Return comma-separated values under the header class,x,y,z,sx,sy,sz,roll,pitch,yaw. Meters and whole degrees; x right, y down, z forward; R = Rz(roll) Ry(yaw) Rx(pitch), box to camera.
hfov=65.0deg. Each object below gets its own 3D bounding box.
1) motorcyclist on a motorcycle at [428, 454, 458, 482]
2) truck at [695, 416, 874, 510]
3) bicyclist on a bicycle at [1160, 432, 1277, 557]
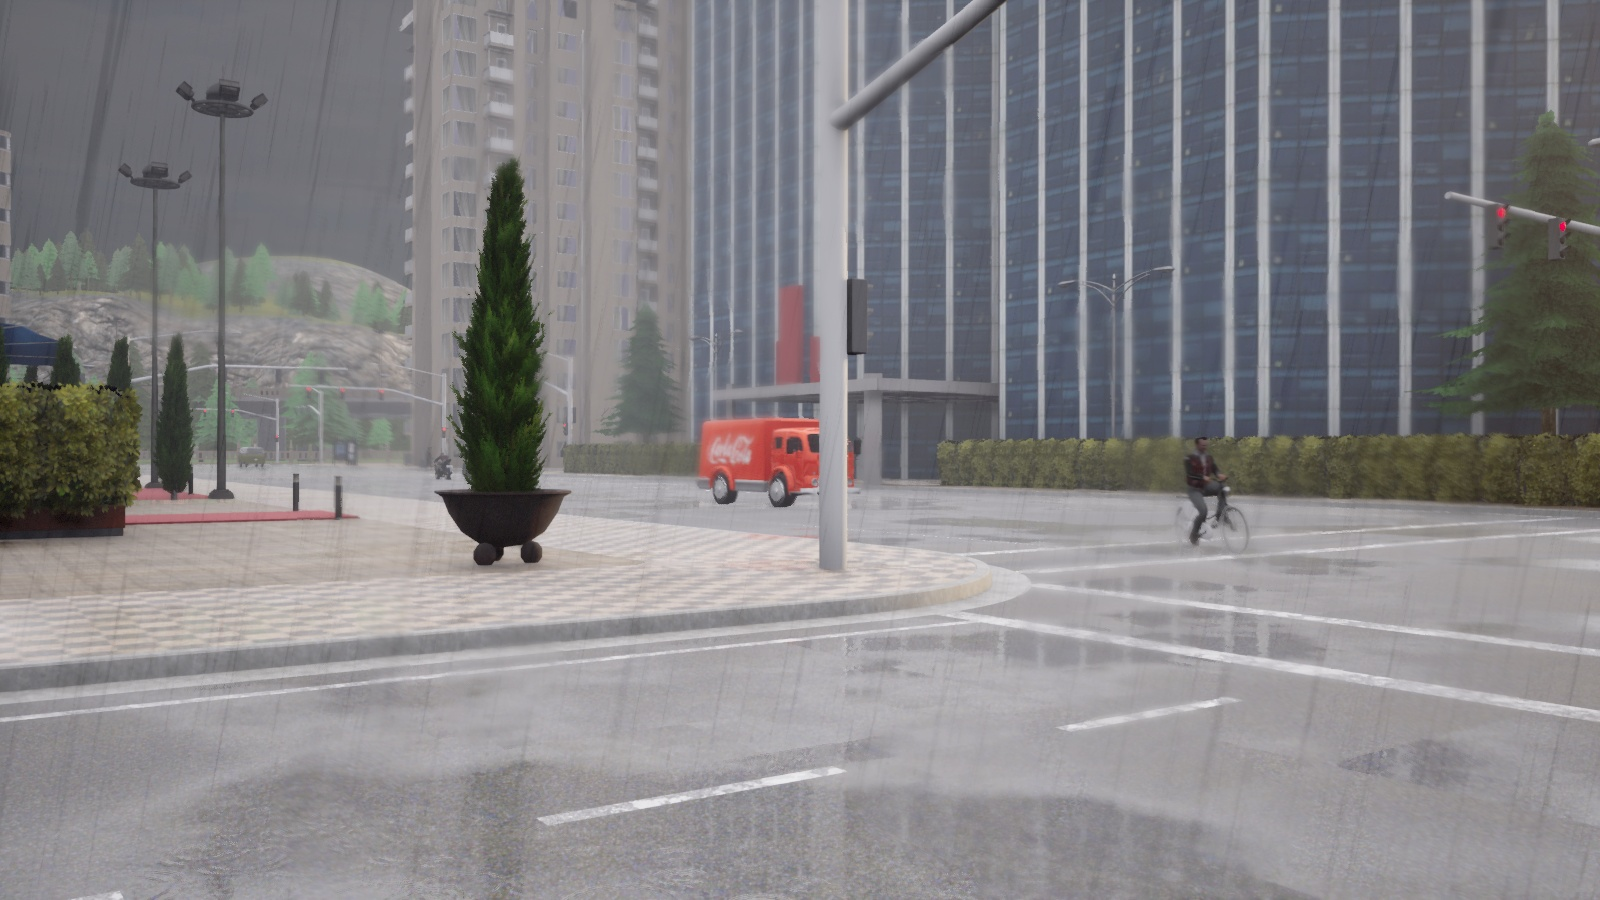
class,x,y,z,sx,sy,sz,roll,pitch,yaw
motorcyclist on a motorcycle,-19.588,0.990,68.870,0.866,1.530,2.191,0,0,-35
truck,-0.543,0.347,35.834,2.627,2.467,5.204,0,0,-35
bicyclist on a bicycle,6.303,0.648,19.022,0.659,1.776,1.843,-2,0,-18
